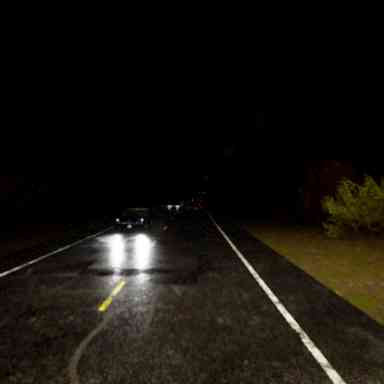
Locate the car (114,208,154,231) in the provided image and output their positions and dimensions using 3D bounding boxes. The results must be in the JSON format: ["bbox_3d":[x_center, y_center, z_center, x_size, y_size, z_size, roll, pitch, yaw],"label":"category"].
[{"bbox_3d":[-3.599,1.697,21.379,1.895,1.301,4.718,0,0,0],"label":"car"}]

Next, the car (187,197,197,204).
[{"bbox_3d":[0.003,1.797,74.334,2.033,1.411,5.357,0,0,0],"label":"car"}]

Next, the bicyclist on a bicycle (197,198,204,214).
[{"bbox_3d":[0.965,1.518,35.275,0.659,1.776,1.843,0,0,0],"label":"bicyclist on a bicycle"}]

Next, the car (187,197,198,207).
[{"bbox_3d":[0.080,1.710,57.588,2.128,1.511,4.902,0,0,0],"label":"car"}]

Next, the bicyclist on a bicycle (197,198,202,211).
[{"bbox_3d":[0.964,1.629,43.756,0.582,1.620,1.656,0,-1,0],"label":"bicyclist on a bicycle"}]

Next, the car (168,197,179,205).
[{"bbox_3d":[-3.513,1.759,63.937,1.812,1.442,4.674,0,0,1],"label":"car"}]
